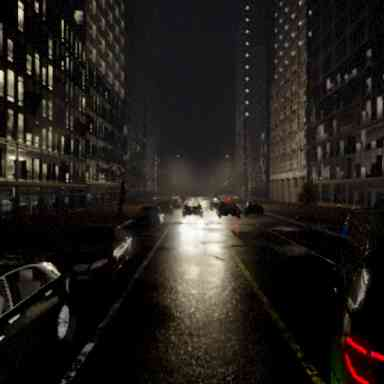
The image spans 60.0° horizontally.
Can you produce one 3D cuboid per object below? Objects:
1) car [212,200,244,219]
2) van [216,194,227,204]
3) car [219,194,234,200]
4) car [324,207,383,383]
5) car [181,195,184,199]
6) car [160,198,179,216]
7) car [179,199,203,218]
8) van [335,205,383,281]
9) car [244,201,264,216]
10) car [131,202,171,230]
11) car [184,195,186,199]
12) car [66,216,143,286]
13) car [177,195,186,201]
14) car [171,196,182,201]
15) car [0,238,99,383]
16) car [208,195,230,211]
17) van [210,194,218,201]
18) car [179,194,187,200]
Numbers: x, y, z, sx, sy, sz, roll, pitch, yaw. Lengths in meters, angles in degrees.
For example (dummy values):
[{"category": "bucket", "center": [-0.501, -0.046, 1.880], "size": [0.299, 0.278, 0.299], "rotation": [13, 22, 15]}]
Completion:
[{"category": "car", "center": [3.115, 1.618, 29.448], "size": [1.895, 1.301, 4.718], "rotation": [0, 0, 1]}, {"category": "van", "center": [5.821, 1.374, 66.141], "size": [1.690, 1.788, 3.998], "rotation": [0, 0, 0]}, {"category": "car", "center": [5.796, 1.345, 54.774], "size": [2.192, 1.841, 5.009], "rotation": [0, 0, 0]}, {"category": "car", "center": [2.861, 1.229, 3.991], "size": [2.150, 2.045, 5.566], "rotation": [-1, 0, 24]}, {"category": "car", "center": [-2.596, 1.449, 49.108], "size": [1.967, 1.590, 4.097], "rotation": [0, 0, 0]}, {"category": "car", "center": [-2.633, 1.555, 32.057], "size": [2.008, 1.369, 4.403], "rotation": [0, 0, 0]}, {"category": "car", "center": [0.062, 1.611, 30.122], "size": [1.895, 1.301, 4.718], "rotation": [0, 0, 0]}, {"category": "van", "center": [5.696, 1.358, 9.304], "size": [1.690, 1.788, 3.998], "rotation": [0, 0, 0]}, {"category": "car", "center": [5.748, 1.575, 32.039], "size": [2.008, 1.369, 4.403], "rotation": [0, 0, 0]}, {"category": "car", "center": [-2.658, 1.552, 20.690], "size": [2.008, 1.369, 4.403], "rotation": [0, 0, 0]}, {"category": "car", "center": [-2.571, 1.537, 60.306], "size": [1.752, 1.417, 4.829], "rotation": [0, 0, 0]}, {"category": "car", "center": [-2.683, 1.579, 9.323], "size": [1.802, 1.307, 4.206], "rotation": [0, 0, 0]}, {"category": "car", "center": [-2.520, 1.566, 83.210], "size": [2.008, 1.369, 4.403], "rotation": [0, 0, 0]}, {"category": "car", "center": [-2.608, 1.589, 43.424], "size": [1.802, 1.307, 4.206], "rotation": [0, 0, 0]}, {"category": "car", "center": [-2.696, 1.546, 3.639], "size": [2.008, 1.369, 4.403], "rotation": [0, 0, 0]}, {"category": "car", "center": [3.111, 1.513, 41.139], "size": [2.128, 1.511, 4.902], "rotation": [0, 0, 1]}, {"category": "van", "center": [5.871, 1.377, 88.875], "size": [1.690, 1.788, 3.998], "rotation": [0, 0, 0]}, {"category": "car", "center": [-2.496, 1.457, 94.578], "size": [1.967, 1.590, 4.097], "rotation": [0, 0, 0]}]
